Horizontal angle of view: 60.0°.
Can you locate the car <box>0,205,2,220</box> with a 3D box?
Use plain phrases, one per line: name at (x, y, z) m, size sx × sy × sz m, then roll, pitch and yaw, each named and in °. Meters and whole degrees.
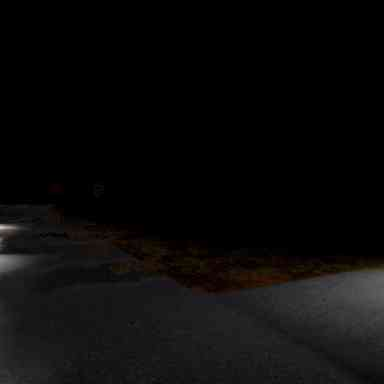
car at (-14.436, 1.339, 23.158) m, size 1.882 × 1.535 × 5.008 m, roll -1°, pitch 1°, yaw -28°
